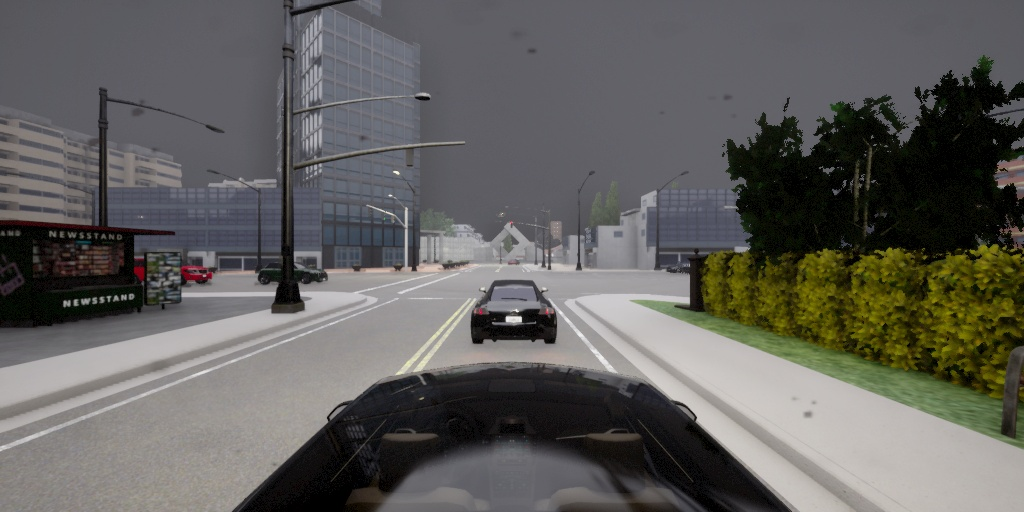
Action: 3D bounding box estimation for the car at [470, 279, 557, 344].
[{"bbox_3d":[0.044,1.314,9.610,1.994,1.385,4.181,0,0,0],"label":"car"}]

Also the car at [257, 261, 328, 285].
[{"bbox_3d":[-16.499,1.210,27.193,4.553,1.767,2.097,-1,0,-1],"label":"car"}]

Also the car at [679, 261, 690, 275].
[{"bbox_3d":[19.359,1.212,34.829,4.892,1.490,1.837,0,0,-1],"label":"car"}]

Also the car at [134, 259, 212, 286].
[{"bbox_3d":[-26.016,1.190,27.075,5.566,2.045,2.150,-1,0,-1],"label":"car"}]

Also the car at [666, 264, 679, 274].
[{"bbox_3d":[18.771,1.273,38.324,4.181,1.385,1.994,0,0,-1],"label":"car"}]
